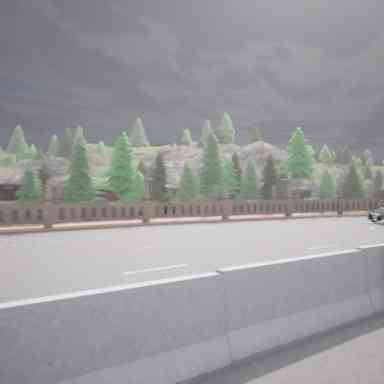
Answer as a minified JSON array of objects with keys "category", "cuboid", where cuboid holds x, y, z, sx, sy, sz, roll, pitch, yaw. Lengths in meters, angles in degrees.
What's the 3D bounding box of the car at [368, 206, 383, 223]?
[{"category":"car","cuboid":[14.794,1.451,23.657,4.902,1.511,2.128,0,0,-22]}]
